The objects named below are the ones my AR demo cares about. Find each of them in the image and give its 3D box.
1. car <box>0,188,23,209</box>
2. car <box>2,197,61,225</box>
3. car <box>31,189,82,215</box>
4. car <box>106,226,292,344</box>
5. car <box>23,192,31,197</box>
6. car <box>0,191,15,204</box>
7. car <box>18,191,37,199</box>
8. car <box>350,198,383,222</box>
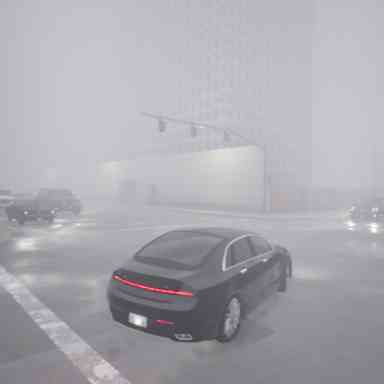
[{"bbox_3d":[-16.443,0.675,28.078,2.150,2.045,5.566,0,1,-41],"label":"car"},{"bbox_3d":[-10.094,1.211,20.715,1.895,1.301,4.718,0,1,-40],"label":"car"},{"bbox_3d":[-10.924,0.760,27.058,2.150,2.045,5.566,0,1,-41],"label":"car"},{"bbox_3d":[0.545,1.420,6.464,1.837,1.490,4.892,3,2,31],"label":"car"},{"bbox_3d":[-17.469,0.854,34.616,1.882,1.535,5.008,0,1,-41],"label":"car"},{"bbox_3d":[-24.216,0.715,42.433,1.837,1.490,4.892,0,1,-41],"label":"car"},{"bbox_3d":[-29.291,0.580,59.228,1.895,1.301,4.718,0,1,-41],"label":"car"},{"bbox_3d":[14.370,1.293,26.320,4.553,1.767,2.097,0,1,-41],"label":"car"}]
